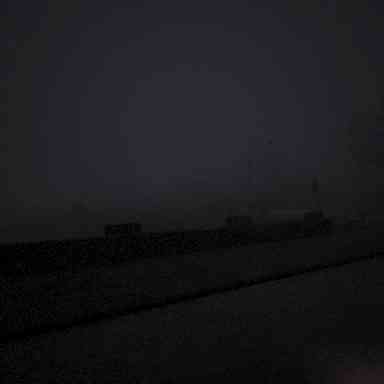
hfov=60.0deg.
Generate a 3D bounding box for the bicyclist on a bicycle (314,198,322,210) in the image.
[{"bbox_3d":[15.231,1.335,40.125,1.656,1.620,0.582,0,0,-35],"label":"bicyclist on a bicycle"}]

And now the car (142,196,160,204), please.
[{"bbox_3d":[-8.129,1.466,65.481,1.882,1.535,5.008,0,0,-35],"label":"car"}]

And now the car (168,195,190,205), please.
[{"bbox_3d":[-2.258,1.340,57.328,2.097,1.767,4.553,0,0,-35],"label":"car"}]
